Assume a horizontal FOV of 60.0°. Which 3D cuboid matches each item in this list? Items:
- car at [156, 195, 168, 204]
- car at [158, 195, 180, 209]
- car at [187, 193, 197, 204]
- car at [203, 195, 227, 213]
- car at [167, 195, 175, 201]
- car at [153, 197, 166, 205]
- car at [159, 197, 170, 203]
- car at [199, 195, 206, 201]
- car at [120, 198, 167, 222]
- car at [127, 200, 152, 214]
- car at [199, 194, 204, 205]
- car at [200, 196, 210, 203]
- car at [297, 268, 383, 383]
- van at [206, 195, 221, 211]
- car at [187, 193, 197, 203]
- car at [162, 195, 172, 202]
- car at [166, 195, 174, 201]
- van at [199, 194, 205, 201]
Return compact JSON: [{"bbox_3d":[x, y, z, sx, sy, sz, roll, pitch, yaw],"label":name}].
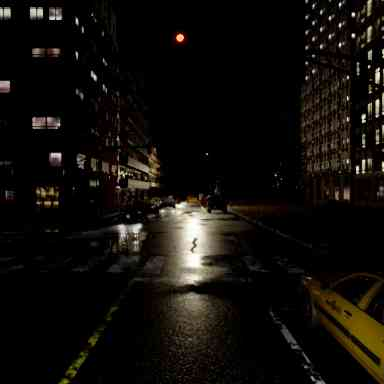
[{"bbox_3d":[-5.697,1.487,63.982,1.967,1.590,4.097,0,0,0],"label":"car"},{"bbox_3d":[-3.100,1.567,45.369,2.033,1.411,5.357,0,0,0],"label":"car"},{"bbox_3d":[0.098,1.527,65.363,1.882,1.535,5.008,0,0,0],"label":"car"},{"bbox_3d":[2.684,1.326,36.349,2.192,1.841,5.009,0,0,0],"label":"car"},{"bbox_3d":[-5.697,1.642,91.614,1.887,1.381,4.507,0,0,0],"label":"car"},{"bbox_3d":[-5.696,1.582,58.454,1.887,1.381,4.507,0,0,0],"label":"car"},{"bbox_3d":[-5.696,1.638,69.509,1.802,1.307,4.206,0,0,0],"label":"car"},{"bbox_3d":[2.684,1.612,86.258,1.752,1.417,4.829,0,0,0],"label":"car"},{"bbox_3d":[-4.034,1.504,26.520,2.128,1.511,4.902,0,0,14],"label":"car"},{"bbox_3d":[-5.694,1.562,36.348,2.008,1.369,4.403,0,0,0],"label":"car"},{"bbox_3d":[2.683,1.353,58.455,2.192,1.841,5.009,0,0,0],"label":"car"},{"bbox_3d":[2.684,1.600,69.509,1.887,1.381,4.507,0,0,0],"label":"car"},{"bbox_3d":[2.687,1.525,4.106,1.752,1.417,4.829,0,0,0],"label":"car"},{"bbox_3d":[2.684,1.357,41.875,1.690,1.788,3.998,0,0,0],"label":"van"},{"bbox_3d":[0.000,1.291,75.839,2.150,2.045,5.566,0,0,0],"label":"car"},{"bbox_3d":[-5.697,1.505,75.035,1.967,1.590,4.097,0,0,0],"label":"car"},{"bbox_3d":[-5.697,1.611,85.918,1.752,1.417,4.829,0,0,0],"label":"car"},{"bbox_3d":[2.682,1.439,91.614,1.690,1.788,3.998,0,0,0],"label":"van"}]
